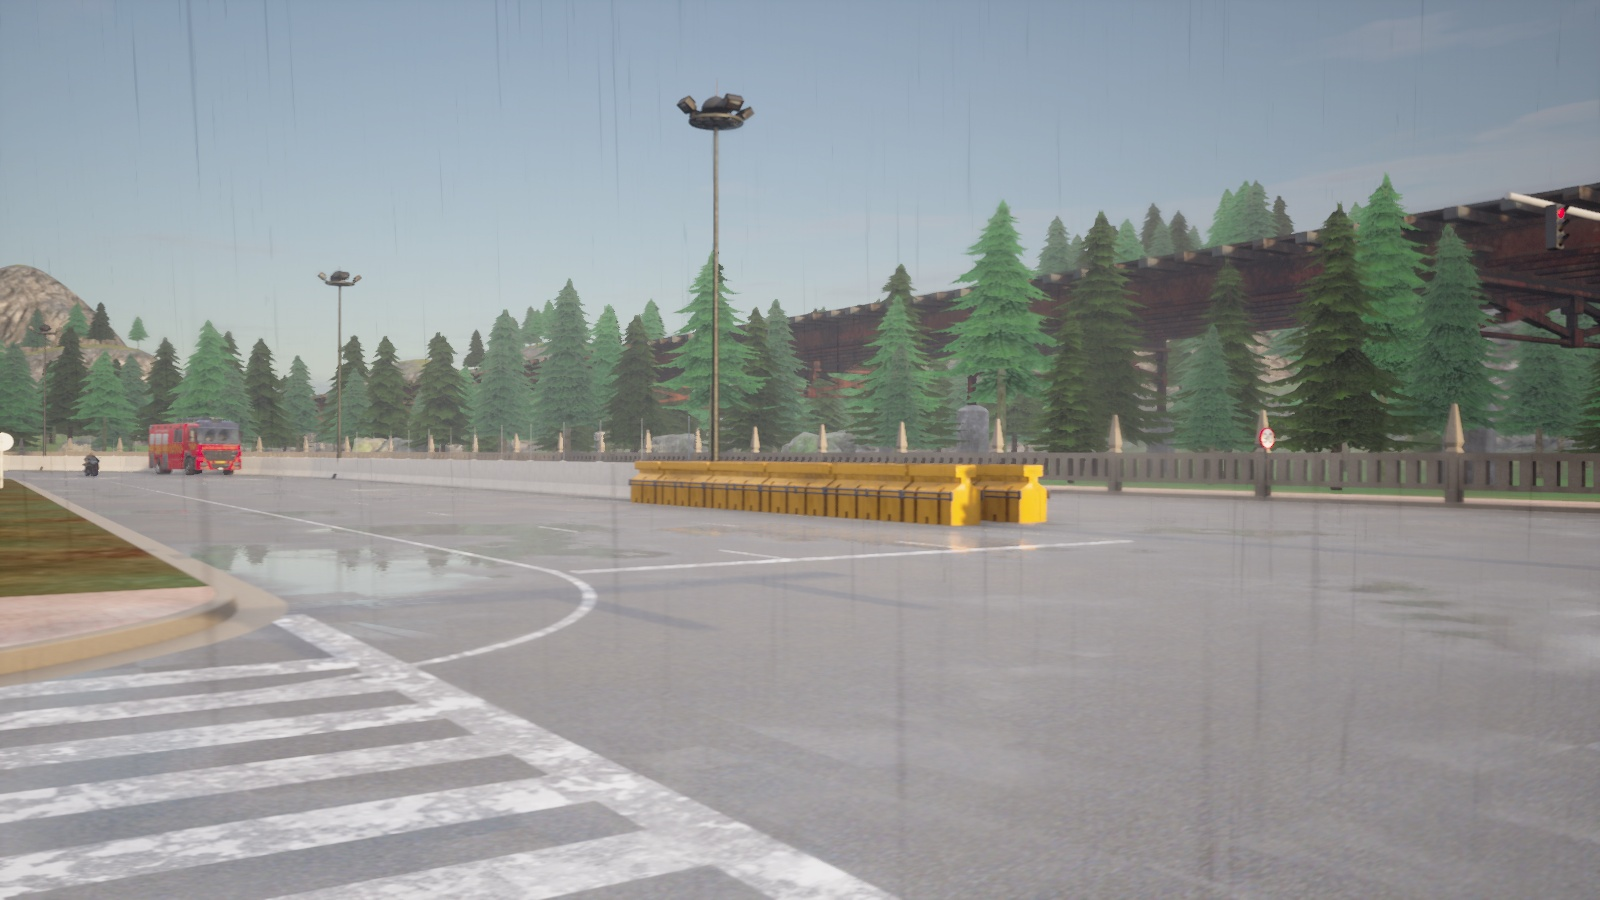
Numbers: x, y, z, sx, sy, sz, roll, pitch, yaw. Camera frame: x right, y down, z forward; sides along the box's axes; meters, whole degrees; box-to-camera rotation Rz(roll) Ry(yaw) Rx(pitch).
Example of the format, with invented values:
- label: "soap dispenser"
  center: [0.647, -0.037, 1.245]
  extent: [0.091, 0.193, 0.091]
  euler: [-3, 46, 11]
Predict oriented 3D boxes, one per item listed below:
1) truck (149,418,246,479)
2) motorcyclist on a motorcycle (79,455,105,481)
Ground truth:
- label: "truck"
  center: [-39.800, -0.088, 82.839]
  extent: [8.468, 3.827, 2.891]
  euler: [0, 0, 43]
- label: "motorcyclist on a motorcycle"
  center: [-42.844, 1.097, 75.985]
  extent: [0.866, 1.530, 2.191]
  euler: [-1, 0, -44]
